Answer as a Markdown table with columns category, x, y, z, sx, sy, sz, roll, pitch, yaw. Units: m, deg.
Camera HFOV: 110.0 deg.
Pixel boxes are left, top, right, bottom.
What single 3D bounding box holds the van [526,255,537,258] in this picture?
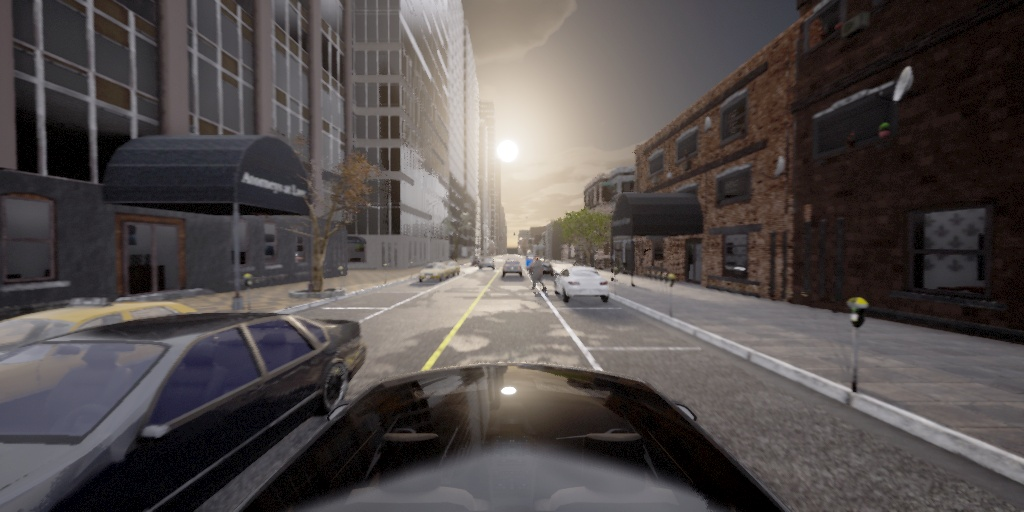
| category | x | y | z | sx | sy | sz | roll | pitch | yaw |
| --- | --- | --- | --- | --- | --- | --- | --- | --- | --- |
| van | 2.699 | 0.749 | 49.033 | 1.690 | 1.789 | 3.998 | 0 | 0 | 0 |

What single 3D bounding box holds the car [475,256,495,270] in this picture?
| category | x | y | z | sx | sy | sz | roll | pitch | yaw |
| --- | --- | --- | --- | --- | --- | --- | --- | --- | --- |
| car | -3.065 | 0.971 | 43.933 | 1.812 | 1.442 | 4.674 | 0 | 1 | 0 |

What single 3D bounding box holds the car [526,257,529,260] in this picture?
| category | x | y | z | sx | sy | sz | roll | pitch | yaw |
| --- | --- | --- | --- | --- | --- | --- | --- | --- | --- |
| car | 2.697 | 1.070 | 37.964 | 1.802 | 1.307 | 4.207 | 0 | 0 | 0 |

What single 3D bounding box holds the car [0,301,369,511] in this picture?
| category | x | y | z | sx | sy | sz | roll | pitch | yaw |
| --- | --- | --- | --- | --- | --- | --- | --- | --- | --- |
| car | -3.099 | 1.287 | 3.182 | 2.033 | 1.411 | 5.357 | 0 | 0 | 0 |

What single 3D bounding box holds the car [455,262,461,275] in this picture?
| category | x | y | z | sx | sy | sz | roll | pitch | yaw |
| --- | --- | --- | --- | --- | --- | --- | --- | --- | --- |
| car | -5.685 | 1.053 | 32.274 | 1.751 | 1.417 | 4.829 | 0 | 0 | 0 |

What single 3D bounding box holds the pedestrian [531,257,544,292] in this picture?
| category | x | y | z | sx | sy | sz | roll | pitch | yaw |
| --- | --- | --- | --- | --- | --- | --- | --- | --- | --- |
| pedestrian | 1.336 | 0.921 | 18.804 | 0.375 | 1.860 | 0.375 | -1 | 1 | -2 |

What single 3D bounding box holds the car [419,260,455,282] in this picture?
| category | x | y | z | sx | sy | sz | roll | pitch | yaw |
| --- | --- | --- | --- | --- | --- | --- | --- | --- | --- |
| car | -5.686 | 1.093 | 26.739 | 1.751 | 1.417 | 4.829 | 0 | 0 | 0 |

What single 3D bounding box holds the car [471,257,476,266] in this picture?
| category | x | y | z | sx | sy | sz | roll | pitch | yaw |
| --- | --- | --- | --- | --- | --- | --- | --- | --- | --- |
| car | -5.679 | 0.768 | 60.118 | 1.967 | 1.591 | 4.097 | 0 | 0 | 0 |

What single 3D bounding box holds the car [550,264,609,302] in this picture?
| category | x | y | z | sx | sy | sz | roll | pitch | yaw |
| --- | --- | --- | --- | --- | --- | --- | --- | --- | --- |
| car | 3.003 | 1.173 | 16.042 | 1.812 | 1.442 | 4.674 | 0 | 0 | 0 |

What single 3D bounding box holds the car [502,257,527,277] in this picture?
| category | x | y | z | sx | sy | sz | roll | pitch | yaw |
| --- | --- | --- | --- | --- | --- | --- | --- | --- | --- |
| car | 0.029 | 1.077 | 32.222 | 2.033 | 1.411 | 5.357 | 0 | 0 | 0 |

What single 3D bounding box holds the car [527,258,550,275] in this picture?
| category | x | y | z | sx | sy | sz | roll | pitch | yaw |
| --- | --- | --- | --- | --- | --- | --- | --- | --- | --- |
| car | 2.696 | 1.094 | 32.430 | 1.948 | 1.339 | 4.313 | 0 | 0 | 0 |

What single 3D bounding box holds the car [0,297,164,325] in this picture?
| category | x | y | z | sx | sy | sz | roll | pitch | yaw |
| --- | --- | --- | --- | --- | --- | --- | --- | --- | --- |
| car | -5.691 | 1.253 | 4.601 | 1.751 | 1.417 | 4.829 | 0 | 0 | 0 |
